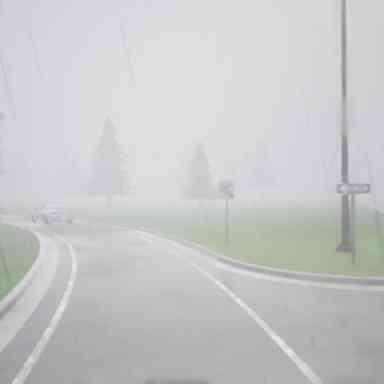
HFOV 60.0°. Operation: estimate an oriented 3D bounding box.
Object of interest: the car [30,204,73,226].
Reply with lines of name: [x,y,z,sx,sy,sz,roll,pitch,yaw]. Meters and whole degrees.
car: [-10.278,1.601,24.364,1.812,1.442,4.674,0,0,-42]
